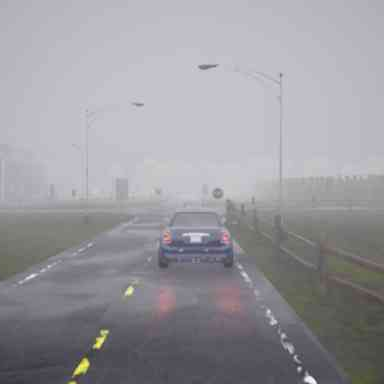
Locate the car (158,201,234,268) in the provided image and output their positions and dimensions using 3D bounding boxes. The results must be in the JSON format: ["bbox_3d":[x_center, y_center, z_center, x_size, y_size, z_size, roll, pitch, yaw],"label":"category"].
[{"bbox_3d":[0.105,1.259,11.024,2.097,1.767,4.553,0,1,0],"label":"car"}]

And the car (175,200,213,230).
[{"bbox_3d":[0.105,1.315,20.704,2.128,1.511,4.902,0,0,0],"label":"car"}]
